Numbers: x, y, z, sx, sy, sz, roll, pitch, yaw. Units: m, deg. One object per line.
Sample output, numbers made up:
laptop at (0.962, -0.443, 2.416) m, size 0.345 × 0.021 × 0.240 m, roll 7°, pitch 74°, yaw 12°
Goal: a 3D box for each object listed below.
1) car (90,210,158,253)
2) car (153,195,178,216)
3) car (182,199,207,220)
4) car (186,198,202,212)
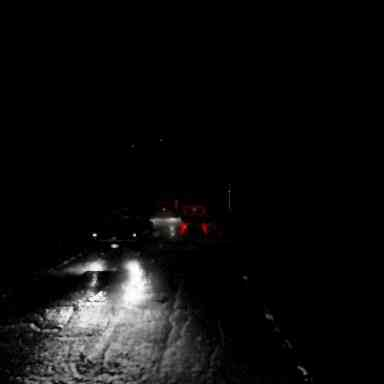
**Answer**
car at (-2.775, 1.639, 14.123) m, size 1.895 × 1.301 × 4.718 m, roll 0°, pitch 0°, yaw 0°
car at (-2.573, 1.300, 33.654) m, size 2.150 × 2.045 × 5.566 m, roll 0°, pitch 0°, yaw 0°
car at (0.207, 1.436, 29.057) m, size 2.097 × 1.767 × 4.553 m, roll 0°, pitch 0°, yaw 1°
car at (0.266, 1.598, 42.180) m, size 1.882 × 1.535 × 5.008 m, roll 0°, pitch 0°, yaw 1°
